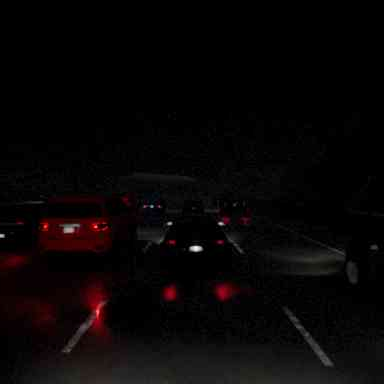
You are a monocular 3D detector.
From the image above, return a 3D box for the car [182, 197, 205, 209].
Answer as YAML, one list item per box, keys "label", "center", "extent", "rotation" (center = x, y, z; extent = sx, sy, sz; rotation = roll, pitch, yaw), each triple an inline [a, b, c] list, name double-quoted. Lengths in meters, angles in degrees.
- label: "car"
  center: [0.129, 1.196, 30.337]
  extent: [1.882, 1.535, 5.008]
  rotation: [0, 1, 0]

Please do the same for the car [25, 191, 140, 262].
- label: "car"
  center: [-3.401, 1.112, 11.832]
  extent: [2.150, 2.045, 5.566]
  rotation: [0, 1, 0]

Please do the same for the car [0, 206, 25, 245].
- label: "car"
  center: [-6.887, 1.355, 14.508]
  extent: [2.128, 1.511, 4.902]
  rotation: [0, 1, 0]

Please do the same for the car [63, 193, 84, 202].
- label: "car"
  center: [-20.975, 0.917, 59.172]
  extent: [1.882, 1.535, 5.008]
  rotation: [0, 1, 1]

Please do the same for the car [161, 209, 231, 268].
- label: "car"
  center: [0.110, 1.464, 10.875]
  extent: [1.994, 1.385, 4.181]
  rotation: [0, 1, 0]

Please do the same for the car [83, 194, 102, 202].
- label: "car"
  center: [-17.485, 1.008, 58.796]
  extent: [1.994, 1.385, 4.181]
  rotation: [0, 1, 1]

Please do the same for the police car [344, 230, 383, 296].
- label: "police car"
  center: [4.555, 1.373, 6.059]
  extent: [1.930, 1.638, 5.238]
  rotation: [0, 1, 0]

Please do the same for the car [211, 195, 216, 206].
- label: "car"
  center: [3.603, 1.093, 44.471]
  extent: [1.837, 1.490, 4.892]
  rotation: [0, 1, 0]

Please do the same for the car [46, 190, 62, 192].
- label: "car"
  center: [-24.469, 0.668, 58.305]
  extent: [2.150, 2.045, 5.566]
  rotation: [0, 1, 1]

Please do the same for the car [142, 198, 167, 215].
- label: "car"
  center: [-3.371, 1.262, 30.545]
  extent: [2.033, 1.411, 5.357]
  rotation: [0, 1, 0]

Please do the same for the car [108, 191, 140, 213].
- label: "car"
  center: [-6.855, 0.899, 34.354]
  extent: [2.150, 2.045, 5.566]
  rotation: [0, 1, 0]

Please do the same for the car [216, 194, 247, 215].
- label: "car"
  center: [3.590, 1.077, 29.856]
  extent: [2.097, 1.767, 4.553]
  rotation: [0, 1, 0]
